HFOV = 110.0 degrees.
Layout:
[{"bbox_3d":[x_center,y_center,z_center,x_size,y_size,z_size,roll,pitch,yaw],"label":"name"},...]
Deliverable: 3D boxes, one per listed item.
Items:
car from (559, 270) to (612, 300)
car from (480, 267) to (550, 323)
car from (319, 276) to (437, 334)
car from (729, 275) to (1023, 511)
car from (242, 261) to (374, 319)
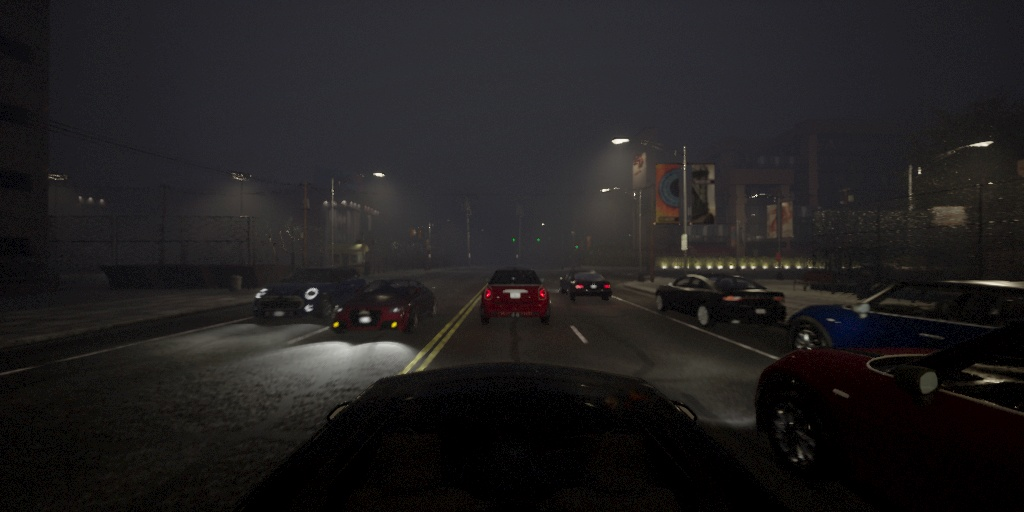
[{"bbox_3d":[3.596,1.405,18.291,2.033,1.411,5.357,0,0,0],"label":"car"},{"bbox_3d":[0.097,1.173,12.528,2.097,1.767,4.553,0,0,0],"label":"car"},{"bbox_3d":[-3.570,1.373,10.719,1.994,1.385,4.181,0,0,0],"label":"car"},{"bbox_3d":[3.594,1.103,1.886,2.097,1.767,4.553,0,0,0],"label":"car"},{"bbox_3d":[-7.055,1.176,13.123,2.097,1.767,4.553,0,0,1],"label":"car"}]
